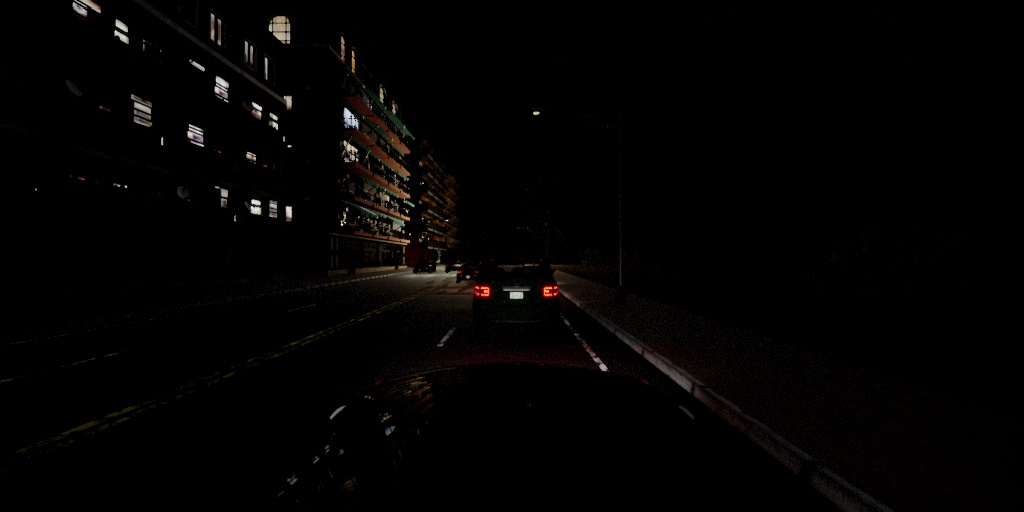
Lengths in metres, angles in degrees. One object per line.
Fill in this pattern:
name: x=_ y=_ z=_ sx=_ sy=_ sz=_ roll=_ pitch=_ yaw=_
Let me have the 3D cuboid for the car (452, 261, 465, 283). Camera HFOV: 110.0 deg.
car: x=-3.080 y=1.277 z=27.446 sx=1.812 sy=1.442 sz=4.674 roll=0 pitch=0 yaw=0

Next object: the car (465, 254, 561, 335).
car: x=0.118 y=0.973 z=10.704 sx=2.150 sy=2.045 sz=5.566 roll=0 pitch=0 yaw=0

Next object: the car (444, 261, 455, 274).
car: x=-6.491 y=1.298 z=41.518 sx=2.033 sy=1.411 sz=5.357 roll=0 pitch=0 yaw=0

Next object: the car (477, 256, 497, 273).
car: x=-3.030 y=0.974 z=45.217 sx=2.150 sy=2.045 sz=5.566 roll=0 pitch=0 yaw=0

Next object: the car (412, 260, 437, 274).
car: x=-9.746 y=1.256 z=40.287 sx=1.837 sy=1.490 sz=4.892 roll=0 pitch=0 yaw=0
